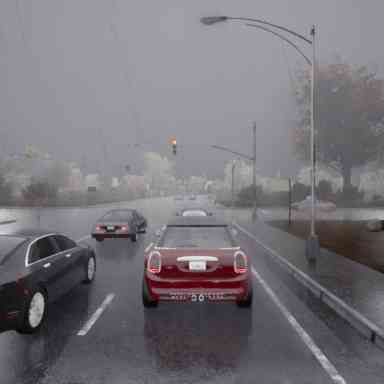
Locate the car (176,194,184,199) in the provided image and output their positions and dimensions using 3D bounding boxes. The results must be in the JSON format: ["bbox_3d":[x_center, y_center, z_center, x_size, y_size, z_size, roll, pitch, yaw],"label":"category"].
[{"bbox_3d":[-3.377,1.402,95.420,1.994,1.385,4.181,0,0,1],"label":"car"}]

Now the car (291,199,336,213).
[{"bbox_3d":[13.542,1.564,36.536,4.181,1.385,1.994,0,0,3],"label":"car"}]

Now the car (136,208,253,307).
[{"bbox_3d":[0.106,1.352,8.153,2.097,1.767,4.553,0,0,0],"label":"car"}]

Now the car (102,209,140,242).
[{"bbox_3d":[-3.389,1.547,16.398,2.033,1.411,5.357,0,0,0],"label":"car"}]

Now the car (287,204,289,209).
[{"bbox_3d":[14.237,1.547,40.000,5.357,1.411,2.033,0,0,3],"label":"car"}]

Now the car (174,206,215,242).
[{"bbox_3d":[0.114,1.526,17.193,1.812,1.442,4.674,0,0,0],"label":"car"}]

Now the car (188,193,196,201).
[{"bbox_3d":[0.074,1.517,85.425,1.812,1.442,4.674,0,0,0],"label":"car"}]

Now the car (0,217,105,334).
[{"bbox_3d":[-3.393,1.505,6.740,1.837,1.490,4.892,0,0,0],"label":"car"}]

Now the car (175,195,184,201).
[{"bbox_3d":[-3.426,1.544,85.394,1.994,1.385,4.181,0,0,0],"label":"car"}]
